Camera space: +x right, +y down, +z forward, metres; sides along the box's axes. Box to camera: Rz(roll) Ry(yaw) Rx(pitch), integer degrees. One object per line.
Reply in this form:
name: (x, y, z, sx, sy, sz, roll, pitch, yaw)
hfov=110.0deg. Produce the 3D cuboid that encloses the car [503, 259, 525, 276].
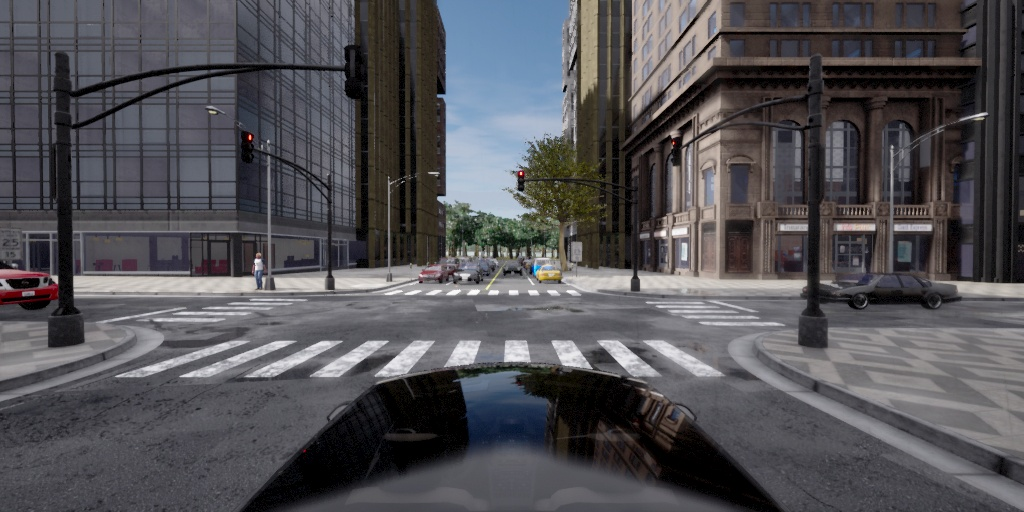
car: (0.059, 1.311, 37.288, 1.895, 1.301, 4.718, 0, 0, 0)

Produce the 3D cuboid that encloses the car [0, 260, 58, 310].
car: (-18.386, 0.841, 11.560, 5.566, 2.045, 2.150, 1, 1, 0)

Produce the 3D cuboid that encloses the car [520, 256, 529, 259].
car: (2.694, 1.201, 61.091, 2.007, 1.370, 4.403, 0, 0, 0)

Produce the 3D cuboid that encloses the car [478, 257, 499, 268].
car: (-3.138, 1.182, 46.441, 2.128, 1.511, 4.902, 0, 0, 0)

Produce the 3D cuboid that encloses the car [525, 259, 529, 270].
car: (2.720, 1.274, 38.374, 1.948, 1.339, 4.313, 0, 0, 0)

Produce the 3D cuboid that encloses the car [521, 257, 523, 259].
car: (2.701, 1.211, 55.412, 1.888, 1.381, 4.507, 0, 0, 0)

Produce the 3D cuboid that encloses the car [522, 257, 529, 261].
car: (2.707, 1.207, 49.903, 1.751, 1.417, 4.829, 0, 0, 0)

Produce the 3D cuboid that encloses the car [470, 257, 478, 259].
car: (-5.812, 1.010, 44.036, 2.192, 1.841, 5.009, 0, 0, 0)

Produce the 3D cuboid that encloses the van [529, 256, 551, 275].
van: (2.727, 1.060, 32.694, 1.690, 1.789, 3.998, 0, 0, 0)

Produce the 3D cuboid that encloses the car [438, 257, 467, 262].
car: (-5.799, 1.033, 32.676, 2.192, 1.841, 5.009, 0, 0, 0)

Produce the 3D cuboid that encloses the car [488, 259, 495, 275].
car: (-3.133, 1.260, 36.329, 2.033, 1.411, 5.357, 0, 0, 0)

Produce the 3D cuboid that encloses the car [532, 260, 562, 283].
car: (2.733, 1.253, 27.184, 1.751, 1.417, 4.829, 0, 0, 0)

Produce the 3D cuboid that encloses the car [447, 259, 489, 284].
car: (-3.134, 1.220, 26.507, 2.128, 1.511, 4.902, 0, 0, 1)

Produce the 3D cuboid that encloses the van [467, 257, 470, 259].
van: (-5.805, 1.049, 38.356, 1.690, 1.789, 3.998, 0, 0, 0)

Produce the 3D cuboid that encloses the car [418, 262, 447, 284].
car: (-5.792, 1.310, 26.996, 1.802, 1.307, 4.207, 0, 0, 0)

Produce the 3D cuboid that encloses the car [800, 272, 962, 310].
car: (15.200, 1.393, 14.884, 5.357, 1.411, 2.033, 0, 1, -2)

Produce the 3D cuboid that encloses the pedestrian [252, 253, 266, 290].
pedestrian: (-12.541, 0.740, 17.816, 0.375, 1.860, 0.375, 0, 0, 0)
